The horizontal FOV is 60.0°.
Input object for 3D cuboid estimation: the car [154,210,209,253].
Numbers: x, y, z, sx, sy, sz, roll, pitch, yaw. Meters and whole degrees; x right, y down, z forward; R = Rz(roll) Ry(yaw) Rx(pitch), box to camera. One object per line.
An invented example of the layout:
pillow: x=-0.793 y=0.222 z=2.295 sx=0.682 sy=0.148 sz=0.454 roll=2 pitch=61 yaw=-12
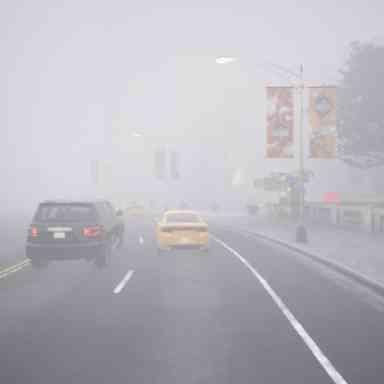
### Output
car: x=-0.515 y=1.491 z=13.799 sx=1.882 sy=1.535 sz=5.008 roll=0 pitch=0 yaw=-7

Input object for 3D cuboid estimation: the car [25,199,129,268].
car: x=-3.727 y=1.236 z=11.546 sx=2.150 sy=2.045 sz=5.566 roll=0 pitch=0 yaw=-4

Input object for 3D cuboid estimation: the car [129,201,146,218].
car: x=-5.702 y=1.508 z=29.649 sx=1.882 sy=1.535 sz=5.008 roll=0 pitch=0 yaw=-28

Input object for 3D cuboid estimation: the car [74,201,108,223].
car: x=-8.432 y=1.536 z=27.364 sx=1.837 sy=1.490 sz=4.892 roll=0 pitch=0 yaw=-27
